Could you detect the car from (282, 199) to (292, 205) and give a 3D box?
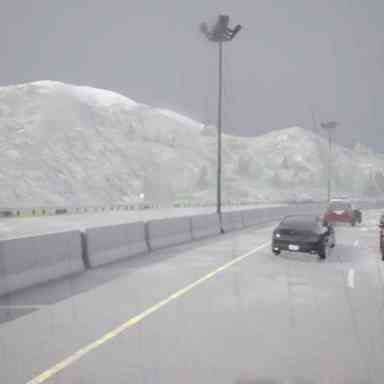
[{"bbox_3d":[20.474,2.057,69.220,4.181,1.385,1.994,1,0,-44],"label":"car"}]

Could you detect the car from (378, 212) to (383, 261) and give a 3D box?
[{"bbox_3d":[7.879,1.655,12.053,1.812,1.442,4.674,0,0,28],"label":"car"}]

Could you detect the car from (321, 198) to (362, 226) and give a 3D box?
[{"bbox_3d":[11.779,1.579,25.764,2.097,1.767,4.553,0,0,33],"label":"car"}]

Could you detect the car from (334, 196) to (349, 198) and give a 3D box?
[{"bbox_3d":[27.225,1.760,61.155,5.566,2.045,2.150,1,0,-44],"label":"car"}]

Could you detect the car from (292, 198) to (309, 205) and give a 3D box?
[{"bbox_3d":[22.721,1.993,66.531,5.008,1.535,1.882,1,0,-44],"label":"car"}]

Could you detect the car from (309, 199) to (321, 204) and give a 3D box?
[{"bbox_3d":[24.980,2.080,63.849,4.181,1.385,1.994,1,0,-44],"label":"car"}]

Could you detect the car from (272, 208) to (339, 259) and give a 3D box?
[{"bbox_3d":[4.562,1.609,13.276,1.837,1.490,4.892,0,0,28],"label":"car"}]
